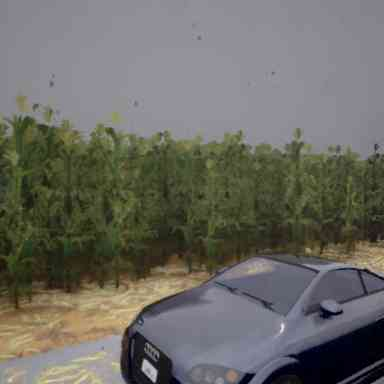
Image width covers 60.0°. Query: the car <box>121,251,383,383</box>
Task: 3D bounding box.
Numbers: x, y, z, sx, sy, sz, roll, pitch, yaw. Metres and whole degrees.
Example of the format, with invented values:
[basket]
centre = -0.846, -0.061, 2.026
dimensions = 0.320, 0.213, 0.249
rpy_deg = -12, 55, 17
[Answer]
[car]
centre = 1.245, 1.543, 4.302
dimensions = 4.181, 1.385, 1.994
rpy_deg = 0, 0, -34
